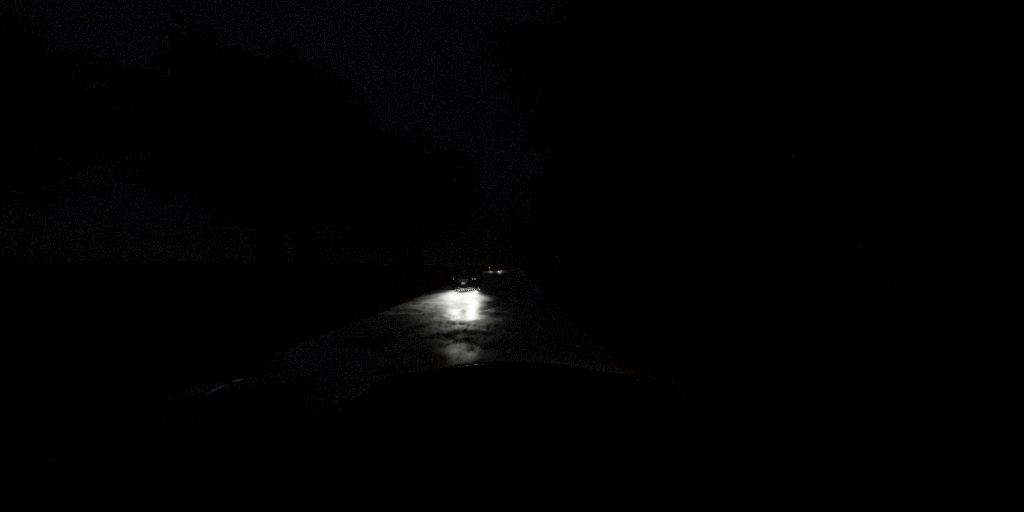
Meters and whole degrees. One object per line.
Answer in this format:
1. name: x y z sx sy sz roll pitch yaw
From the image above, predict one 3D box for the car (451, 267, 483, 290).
1. car: -3.102 1.507 25.320 2.128 1.511 4.902 0 -1 0
